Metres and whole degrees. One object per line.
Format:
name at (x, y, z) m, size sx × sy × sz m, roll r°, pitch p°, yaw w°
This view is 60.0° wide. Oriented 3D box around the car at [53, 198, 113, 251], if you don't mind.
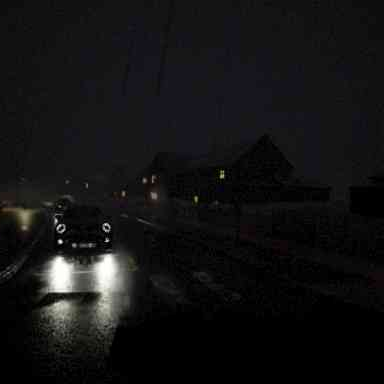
car at (-4.521, 1.308, 13.858) m, size 2.097 × 1.767 × 4.553 m, roll 1°, pitch 0°, yaw -19°
